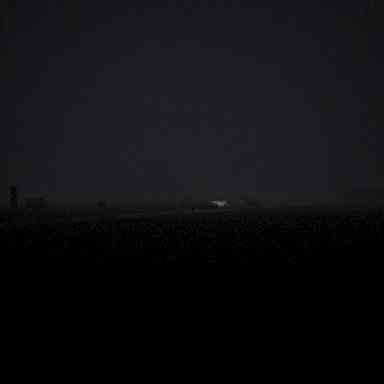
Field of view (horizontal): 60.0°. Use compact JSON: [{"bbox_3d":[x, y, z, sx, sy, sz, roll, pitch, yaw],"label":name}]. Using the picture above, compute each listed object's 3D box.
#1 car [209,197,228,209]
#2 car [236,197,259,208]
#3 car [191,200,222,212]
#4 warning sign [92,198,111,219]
[{"bbox_3d":[4.028,1.868,56.058,2.150,2.045,5.566,-1,-1,37],"label":"car"},{"bbox_3d":[9.854,1.855,59.252,2.150,2.045,5.566,-1,-1,37],"label":"car"},{"bbox_3d":[1.922,2.159,48.580,1.895,1.301,4.718,-1,-1,37],"label":"car"},{"bbox_3d":[-8.373,1.502,30.712,1.300,1.860,1.060,-1,0,37],"label":"warning sign"}]
